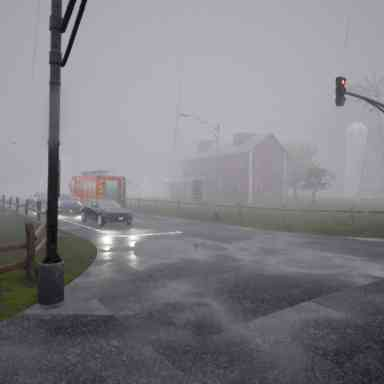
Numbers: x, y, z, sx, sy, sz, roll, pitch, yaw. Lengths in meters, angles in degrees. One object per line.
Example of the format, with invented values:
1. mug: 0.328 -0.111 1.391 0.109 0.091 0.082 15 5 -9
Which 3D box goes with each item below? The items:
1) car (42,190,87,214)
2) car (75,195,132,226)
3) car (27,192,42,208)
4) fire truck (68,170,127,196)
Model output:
1. car: -11.129 0.934 28.832 2.097 1.767 4.553 1 0 -35
2. car: -5.444 1.189 20.819 1.882 1.535 5.008 1 0 -35
3. car: -16.885 0.805 36.952 2.097 1.767 4.553 1 0 -35
4. fire truck: -9.463 -0.038 32.749 2.891 3.827 8.468 1 0 -35
